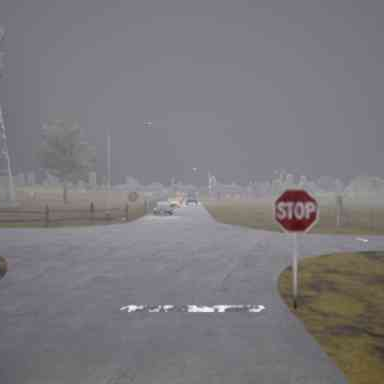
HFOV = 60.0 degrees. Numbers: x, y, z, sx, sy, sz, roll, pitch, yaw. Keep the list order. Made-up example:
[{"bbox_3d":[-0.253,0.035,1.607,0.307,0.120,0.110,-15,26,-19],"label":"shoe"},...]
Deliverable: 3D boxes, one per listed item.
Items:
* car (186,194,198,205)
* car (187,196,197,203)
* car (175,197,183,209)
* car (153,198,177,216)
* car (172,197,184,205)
[{"bbox_3d":[0.003,1.400,62.730,2.150,2.045,5.566,0,0,0],"label":"car"},{"bbox_3d":[0.003,1.604,73.125,1.994,1.385,4.181,0,0,0],"label":"car"},{"bbox_3d":[-2.820,1.608,49.226,1.882,1.535,5.008,0,0,0],"label":"car"},{"bbox_3d":[-2.842,1.612,33.815,1.812,1.442,4.674,0,0,0],"label":"car"},{"bbox_3d":[-2.747,1.724,67.288,2.128,1.511,4.902,0,0,0],"label":"car"}]
